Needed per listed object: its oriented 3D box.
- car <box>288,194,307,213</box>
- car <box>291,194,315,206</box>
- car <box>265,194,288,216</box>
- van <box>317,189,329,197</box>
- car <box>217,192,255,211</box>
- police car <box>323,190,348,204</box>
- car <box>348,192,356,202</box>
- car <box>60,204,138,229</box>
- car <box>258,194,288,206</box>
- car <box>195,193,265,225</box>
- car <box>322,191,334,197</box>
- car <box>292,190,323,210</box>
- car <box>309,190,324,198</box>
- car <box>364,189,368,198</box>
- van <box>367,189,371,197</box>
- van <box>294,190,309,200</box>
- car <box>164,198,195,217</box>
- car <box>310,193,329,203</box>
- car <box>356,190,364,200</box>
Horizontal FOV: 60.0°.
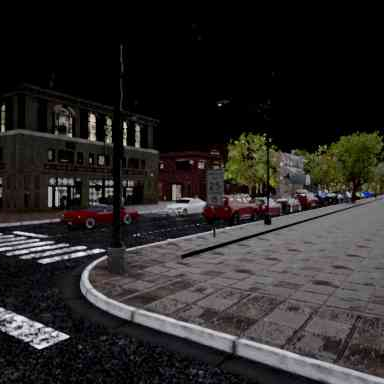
[{"bbox_3d":[8.962,1.199,31.294,2.008,1.369,4.403,1,1,34],"label":"car"},{"bbox_3d":[15.002,0.975,44.744,1.812,1.442,4.674,1,1,35],"label":"car"},{"bbox_3d":[5.823,1.155,26.723,1.967,1.590,4.097,1,1,34],"label":"car"},{"bbox_3d":[30.312,0.303,77.132,1.690,1.788,3.998,1,2,34],"label":"van"},{"bbox_3d":[4.744,0.939,35.378,2.097,1.767,4.553,1,1,35],"label":"car"},{"bbox_3d":[19.853,0.850,46.365,1.930,1.638,5.238,1,1,35],"label":"police car"},{"bbox_3d":[23.722,0.694,52.029,2.097,1.767,4.553,1,1,35],"label":"car"},{"bbox_3d":[-5.567,1.407,20.390,1.895,1.301,4.718,1,1,34],"label":"car"},{"bbox_3d":[10.781,1.006,44.106,2.033,1.411,5.357,1,1,35],"label":"car"},{"bbox_3d":[2.684,1.097,22.153,2.192,1.841,5.009,1,1,34],"label":"car"},{"bbox_3d":[33.450,0.443,81.704,2.008,1.369,4.403,1,2,34],"label":"car"},{"bbox_3d":[12.105,0.896,35.856,2.192,1.841,5.009,1,1,34],"label":"car"},{"bbox_3d":[27.171,0.472,72.567,1.967,1.590,4.097,1,2,34],"label":"car"},{"bbox_3d":[34.180,0.626,67.972,1.752,1.417,4.829,1,2,34],"label":"car"},{"bbox_3d":[40.366,0.305,76.964,1.690,1.788,3.998,1,2,34],"label":"van"},{"bbox_3d":[20.892,0.511,63.430,1.690,1.788,3.998,1,2,34],"label":"van"},{"bbox_3d":[-0.385,1.222,27.933,1.812,1.442,4.674,1,1,35],"label":"car"},{"bbox_3d":[20.011,0.865,52.129,1.812,1.442,4.674,1,1,35],"label":"car"},{"bbox_3d":[30.943,0.754,63.266,1.802,1.307,4.206,1,2,34],"label":"car"}]
